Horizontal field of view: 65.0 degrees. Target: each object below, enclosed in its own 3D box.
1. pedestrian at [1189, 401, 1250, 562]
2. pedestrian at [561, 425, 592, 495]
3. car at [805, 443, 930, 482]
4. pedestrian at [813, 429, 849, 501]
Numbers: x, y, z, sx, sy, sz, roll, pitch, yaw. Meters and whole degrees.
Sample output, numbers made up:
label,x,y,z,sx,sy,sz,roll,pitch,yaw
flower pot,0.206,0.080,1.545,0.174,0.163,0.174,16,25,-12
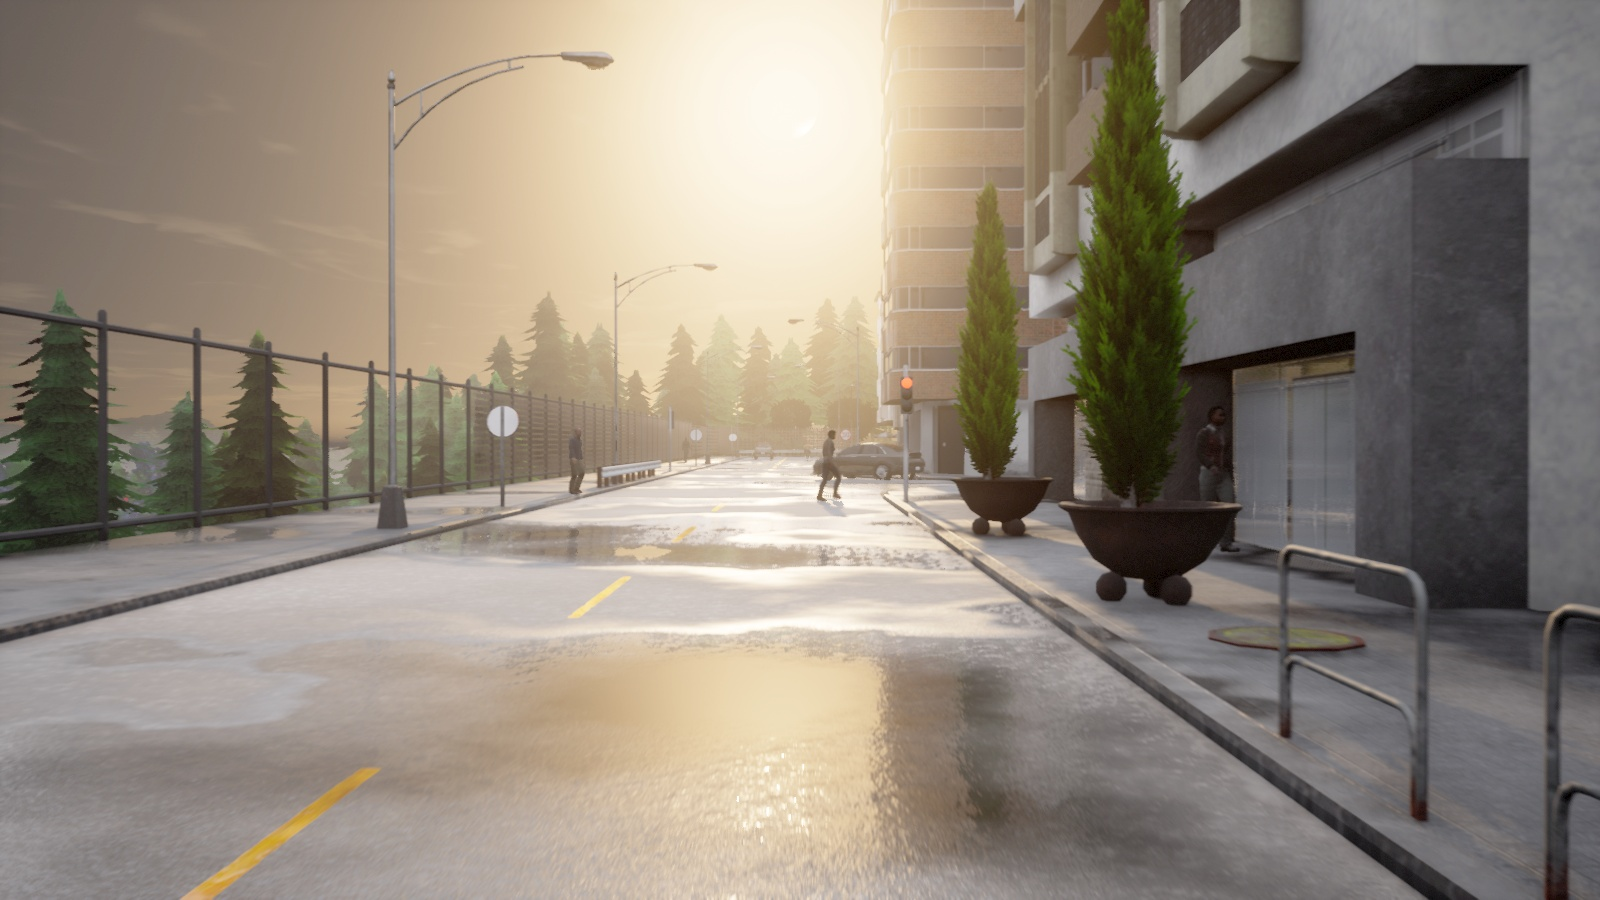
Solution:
label,x,y,z,sx,sy,sz,roll,pitch,yaw
pedestrian,5.133,0.373,15.392,0.402,1.930,0.666,0,0,-15
pedestrian,-5.965,0.263,33.546,0.726,1.842,0.402,0,0,22
car,2.656,0.470,50.291,4.892,1.490,1.837,0,1,40
pedestrian,0.784,0.371,31.737,0.869,1.805,0.328,0,0,-23
